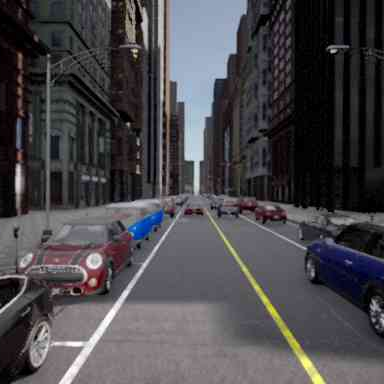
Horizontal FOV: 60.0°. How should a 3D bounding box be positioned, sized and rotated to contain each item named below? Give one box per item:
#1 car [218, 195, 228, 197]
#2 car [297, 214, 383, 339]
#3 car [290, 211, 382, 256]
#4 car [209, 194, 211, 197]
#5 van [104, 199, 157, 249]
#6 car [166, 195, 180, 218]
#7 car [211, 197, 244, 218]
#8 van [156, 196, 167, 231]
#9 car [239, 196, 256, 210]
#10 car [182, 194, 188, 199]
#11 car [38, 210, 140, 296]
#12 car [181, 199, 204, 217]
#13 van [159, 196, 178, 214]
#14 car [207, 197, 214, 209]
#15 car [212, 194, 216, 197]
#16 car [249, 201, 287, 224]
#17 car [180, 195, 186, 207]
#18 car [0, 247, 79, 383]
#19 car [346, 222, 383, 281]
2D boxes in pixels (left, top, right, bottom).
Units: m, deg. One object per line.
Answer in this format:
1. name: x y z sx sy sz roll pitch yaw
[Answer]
1. car: 6.120 1.654 59.420 1.752 1.417 4.829 0 0 0
2. car: 3.930 1.380 6.784 2.097 1.767 4.553 0 0 0
3. car: 5.837 1.599 14.161 2.008 1.369 4.403 0 0 0
4. car: 6.296 1.744 87.431 2.008 1.369 4.403 0 0 0
5. van: -2.687 1.343 14.199 1.690 1.788 3.998 0 0 0
6. car: -2.581 1.342 31.108 2.192 1.841 5.009 0 0 0
7. car: 3.218 1.550 30.889 2.128 1.511 4.902 0 0 1
8. van: -2.652 1.351 19.835 1.690 1.788 3.998 0 0 0
9. car: 5.979 1.398 36.705 2.192 1.841 5.009 0 0 0
10. car: -2.370 1.661 64.927 1.947 1.339 4.313 0 0 0
11. car: -2.723 1.435 8.563 1.967 1.590 4.097 0 0 0
12. car: 0.187 1.644 31.796 1.895 1.301 4.718 0 0 0
13. van: -2.546 1.378 36.744 1.690 1.788 3.998 0 0 0
14. car: 3.275 1.681 43.401 1.895 1.301 4.718 0 0 1
15. car: 6.225 1.607 76.158 1.967 1.590 4.097 0 0 0
16. car: 5.908 1.609 25.433 1.887 1.381 4.507 0 0 0
17. car: -2.441 1.614 53.654 1.887 1.381 4.507 0 0 0
18. car: -2.759 1.554 2.926 1.947 1.339 4.313 0 0 0
19. car: 5.801 1.623 8.525 1.802 1.307 4.206 0 0 0
